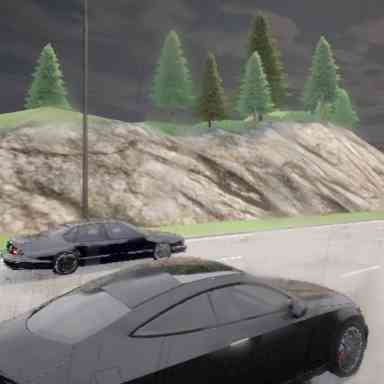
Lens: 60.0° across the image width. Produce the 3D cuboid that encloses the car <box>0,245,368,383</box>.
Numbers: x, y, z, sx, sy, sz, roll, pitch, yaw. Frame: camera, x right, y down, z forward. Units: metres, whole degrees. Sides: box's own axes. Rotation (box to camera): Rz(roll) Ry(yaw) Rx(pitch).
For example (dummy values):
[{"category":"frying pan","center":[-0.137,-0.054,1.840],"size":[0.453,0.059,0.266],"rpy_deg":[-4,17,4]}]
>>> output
[{"category":"car","center":[0.139,1.525,3.848],"size":[4.674,1.442,1.812],"rpy_deg":[0,0,-36]}]

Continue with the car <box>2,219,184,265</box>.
[{"category":"car","center":[-2.790,1.546,10.343],"size":[5.357,1.411,2.033],"rpy_deg":[0,0,-36]}]
